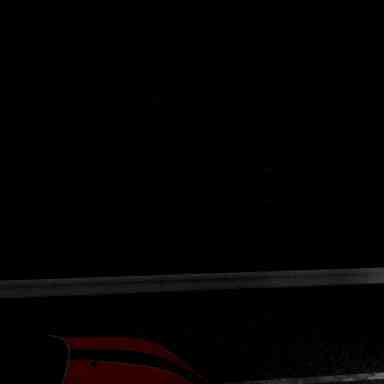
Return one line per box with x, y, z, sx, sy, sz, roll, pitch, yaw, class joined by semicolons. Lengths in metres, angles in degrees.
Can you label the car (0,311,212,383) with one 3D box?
-1.869;1.352;1.646;4.553;1.767;2.097;0;0;-6;car
